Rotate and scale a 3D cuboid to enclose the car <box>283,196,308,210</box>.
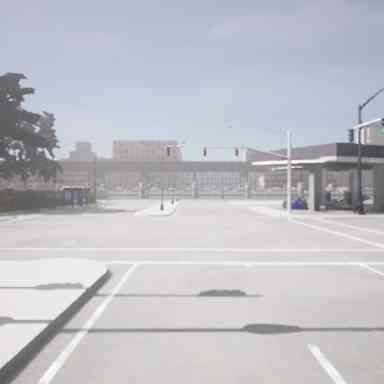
[{"bbox_3d":[13.201,1.390,42.779,2.242,1.667,4.611,0,0,0],"label":"car"}]

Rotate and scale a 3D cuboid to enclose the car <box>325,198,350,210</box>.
[{"bbox_3d":[18.946,1.552,43.543,1.970,1.475,3.806,0,0,0],"label":"car"}]

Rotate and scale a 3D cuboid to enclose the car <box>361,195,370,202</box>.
[{"bbox_3d":[42.102,1.412,84.548,5.566,2.045,2.150,0,0,10],"label":"car"}]
